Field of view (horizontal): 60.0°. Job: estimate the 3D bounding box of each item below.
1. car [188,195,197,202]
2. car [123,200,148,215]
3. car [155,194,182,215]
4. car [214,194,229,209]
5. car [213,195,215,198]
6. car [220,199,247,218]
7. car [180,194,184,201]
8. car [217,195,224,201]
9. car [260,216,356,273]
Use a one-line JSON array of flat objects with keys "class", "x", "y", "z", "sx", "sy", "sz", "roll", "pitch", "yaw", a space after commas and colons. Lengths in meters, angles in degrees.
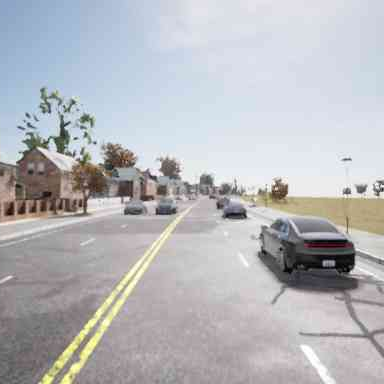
[{"class": "car", "x": 0.119, "y": 1.436, "z": 77.207, "sx": 2.128, "sy": 1.511, "sz": 4.902, "roll": 0, "pitch": 0, "yaw": 5}, {"class": "car", "x": -5.861, "y": 1.571, "z": 34.991, "sx": 1.812, "sy": 1.442, "sz": 4.674, "roll": 0, "pitch": 0, "yaw": 2}, {"class": "car", "x": -2.594, "y": 1.395, "z": 35.099, "sx": 2.097, "sy": 1.767, "sz": 4.553, "roll": 0, "pitch": 0, "yaw": 3}, {"class": "car", "x": 4.507, "y": 1.488, "z": 46.587, "sx": 2.033, "sy": 1.649, "sz": 4.856, "roll": 0, "pitch": 0, "yaw": 3}, {"class": "car", "x": 5.149, "y": 1.633, "z": 57.512, "sx": 1.994, "sy": 1.385, "sz": 4.181, "roll": 0, "pitch": 0, "yaw": 4}, {"class": "car", "x": 3.930, "y": 1.599, "z": 30.866, "sx": 1.994, "sy": 1.385, "sz": 4.181, "roll": 0, "pitch": 0, "yaw": 2}, {"class": "car", "x": -3.116, "y": 1.270, "z": 77.519, "sx": 2.097, "sy": 1.767, "sz": 4.553, "roll": 0, "pitch": 0, "yaw": 5}, {"class": "car", "x": 7.866, "y": 1.619, "z": 90.231, "sx": 1.837, "sy": 1.490, "sz": 4.892, "roll": 0, "pitch": 0, "yaw": 6}, {"class": "car", "x": 3.442, "y": 1.521, "z": 10.706, "sx": 1.837, "sy": 1.490, "sz": 4.892, "roll": 0, "pitch": 0, "yaw": 1}]
